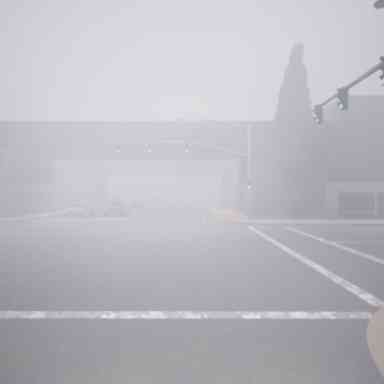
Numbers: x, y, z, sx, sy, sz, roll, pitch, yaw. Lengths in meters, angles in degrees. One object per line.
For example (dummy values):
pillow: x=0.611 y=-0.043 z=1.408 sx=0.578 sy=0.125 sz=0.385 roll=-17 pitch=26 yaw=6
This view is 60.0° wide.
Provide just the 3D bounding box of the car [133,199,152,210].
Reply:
car: x=-7.557 y=1.870 z=48.019 sx=2.033 sy=1.411 sz=5.357 roll=0 pitch=0 yaw=1

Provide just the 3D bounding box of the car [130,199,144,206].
car: x=-10.818 y=2.007 z=65.650 sx=1.994 sy=1.385 sz=4.181 roll=0 pitch=0 yaw=1

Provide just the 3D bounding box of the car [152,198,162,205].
car: x=-7.285 y=1.986 z=68.134 sx=1.812 sy=1.442 sz=4.674 roll=0 pitch=-1 yaw=1

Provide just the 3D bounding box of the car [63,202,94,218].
car: x=-11.192 y=1.749 z=33.153 sx=1.812 sy=1.442 sz=4.674 roll=0 pitch=0 yaw=0

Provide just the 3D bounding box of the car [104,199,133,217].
car: x=-7.680 y=1.757 z=34.285 sx=1.812 sy=1.442 sz=4.674 roll=0 pitch=0 yaw=1
